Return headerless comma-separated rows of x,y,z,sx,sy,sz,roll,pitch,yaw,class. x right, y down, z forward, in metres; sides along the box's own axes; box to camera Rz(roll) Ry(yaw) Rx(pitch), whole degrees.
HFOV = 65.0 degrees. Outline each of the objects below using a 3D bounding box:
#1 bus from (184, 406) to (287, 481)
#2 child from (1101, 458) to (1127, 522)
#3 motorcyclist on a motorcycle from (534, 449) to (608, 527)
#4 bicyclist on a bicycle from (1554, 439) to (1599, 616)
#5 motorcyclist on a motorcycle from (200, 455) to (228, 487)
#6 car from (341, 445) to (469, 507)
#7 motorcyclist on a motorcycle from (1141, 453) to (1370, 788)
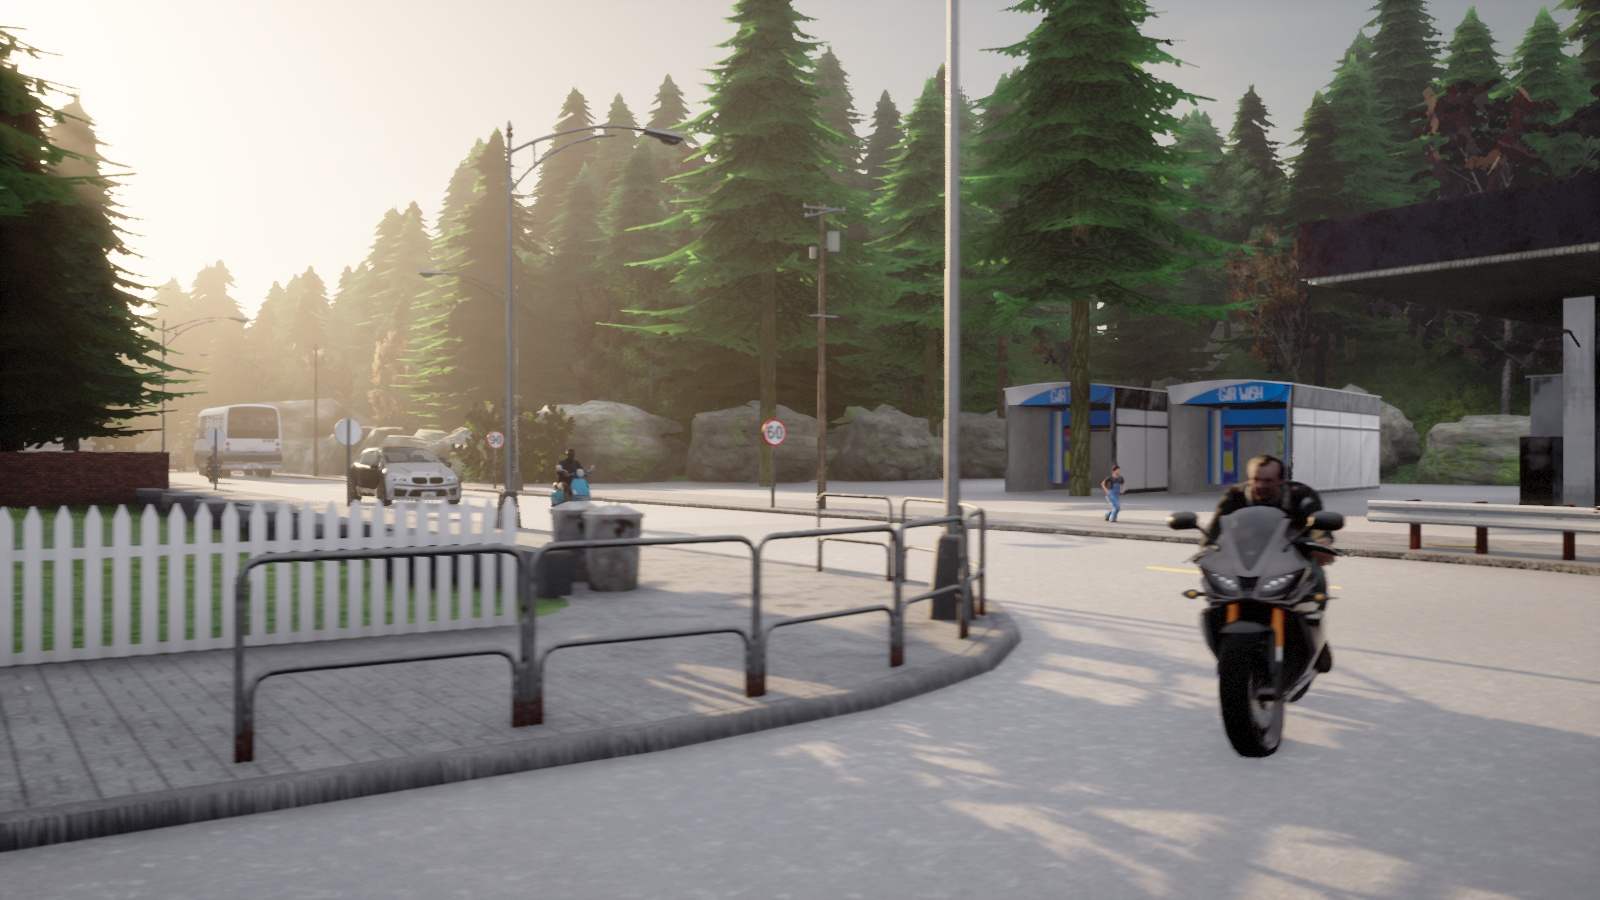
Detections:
-34.620,-0.361,76.737,3.944,4.253,10.273,0,0,-35,bus
6.267,0.785,25.089,0.270,1.263,0.437,0,0,-30,child
-4.849,0.776,26.557,0.866,1.590,1.817,0,0,-35,motorcyclist on a motorcycle
7.708,0.696,11.320,0.866,1.612,1.509,-2,0,0,bicyclist on a bicycle
-28.204,0.995,60.376,0.866,1.530,2.191,0,0,-35,motorcyclist on a motorcycle
-11.401,0.705,36.037,2.242,1.667,4.611,0,0,-35,car
2.580,0.793,6.915,0.866,1.530,2.191,-2,-1,27,motorcyclist on a motorcycle
